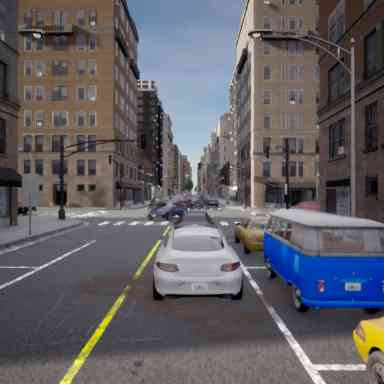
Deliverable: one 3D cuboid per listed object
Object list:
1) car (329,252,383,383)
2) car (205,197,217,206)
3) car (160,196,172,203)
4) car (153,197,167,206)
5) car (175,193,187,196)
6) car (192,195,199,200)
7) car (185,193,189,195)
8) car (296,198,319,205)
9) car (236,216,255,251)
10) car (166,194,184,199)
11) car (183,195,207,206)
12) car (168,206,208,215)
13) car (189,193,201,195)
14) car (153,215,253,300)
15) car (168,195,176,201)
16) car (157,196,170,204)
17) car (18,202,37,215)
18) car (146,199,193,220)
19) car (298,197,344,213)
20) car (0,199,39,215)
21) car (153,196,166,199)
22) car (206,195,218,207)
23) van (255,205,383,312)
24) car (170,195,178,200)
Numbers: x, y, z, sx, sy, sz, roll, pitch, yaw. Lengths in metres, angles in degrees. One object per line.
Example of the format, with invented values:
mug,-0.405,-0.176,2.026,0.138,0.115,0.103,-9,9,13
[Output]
car,2.679,1.525,1.891,1.752,1.417,4.829,1,0,0
car,3.150,1.540,56.261,1.887,1.381,4.507,1,0,1
car,-5.215,1.538,67.436,1.887,1.381,4.507,1,0,1
car,-5.375,1.562,56.378,1.947,1.339,4.313,1,0,1
car,-2.511,1.473,61.835,1.882,1.535,5.008,0,0,1
car,0.987,1.524,91.931,2.033,1.411,5.357,0,0,1
car,-2.300,1.348,71.962,2.097,1.767,4.553,0,0,1
car,12.322,1.670,35.462,4.181,1.385,1.994,0,-1,-1
car,2.697,1.525,13.238,1.752,1.417,4.829,1,0,0
car,-2.674,1.475,52.175,1.882,1.535,5.008,0,0,1
car,0.390,1.524,45.823,1.812,1.442,4.674,-1,0,-9
car,0.116,1.564,15.580,1.994,1.385,4.181,0,0,0
car,0.733,1.533,72.931,2.033,1.411,5.357,0,0,1
car,0.089,1.526,8.244,1.812,1.442,4.674,0,0,-1
car,-4.979,1.513,83.852,1.752,1.417,4.829,1,0,1
car,-5.295,1.546,61.907,2.008,1.369,4.403,1,0,1
car,-16.503,1.439,29.043,4.718,1.301,1.895,0,-1,1
car,-1.938,1.526,27.428,1.812,1.442,4.674,-1,0,24
car,14.906,1.509,38.739,4.553,1.767,2.097,0,-1,0
car,-18.043,1.406,32.311,5.357,1.411,2.033,0,-1,0
car,-5.454,1.580,50.850,1.802,1.307,4.206,1,0,1
car,3.071,1.563,50.731,1.947,1.339,4.313,1,0,1
van,2.689,1.341,7.394,1.690,1.788,3.998,1,0,0
car,-4.898,1.551,89.551,1.947,1.339,4.313,1,0,1
